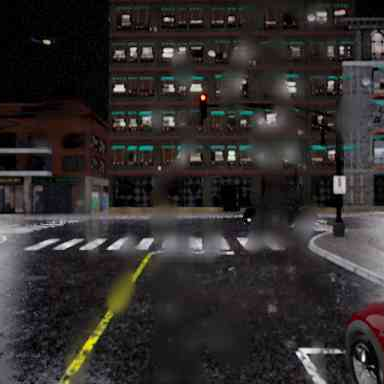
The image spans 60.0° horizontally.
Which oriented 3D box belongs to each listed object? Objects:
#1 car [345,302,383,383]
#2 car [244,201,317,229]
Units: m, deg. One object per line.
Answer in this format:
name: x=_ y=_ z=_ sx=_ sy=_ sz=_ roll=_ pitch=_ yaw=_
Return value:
car: x=2.754 y=1.432 z=2.294 sx=1.967 sy=1.590 sz=4.097 roll=1 pitch=0 yaw=0
car: x=5.392 y=1.326 z=20.058 sx=4.892 sy=1.490 sz=1.837 roll=0 pitch=-4 yaw=-29
